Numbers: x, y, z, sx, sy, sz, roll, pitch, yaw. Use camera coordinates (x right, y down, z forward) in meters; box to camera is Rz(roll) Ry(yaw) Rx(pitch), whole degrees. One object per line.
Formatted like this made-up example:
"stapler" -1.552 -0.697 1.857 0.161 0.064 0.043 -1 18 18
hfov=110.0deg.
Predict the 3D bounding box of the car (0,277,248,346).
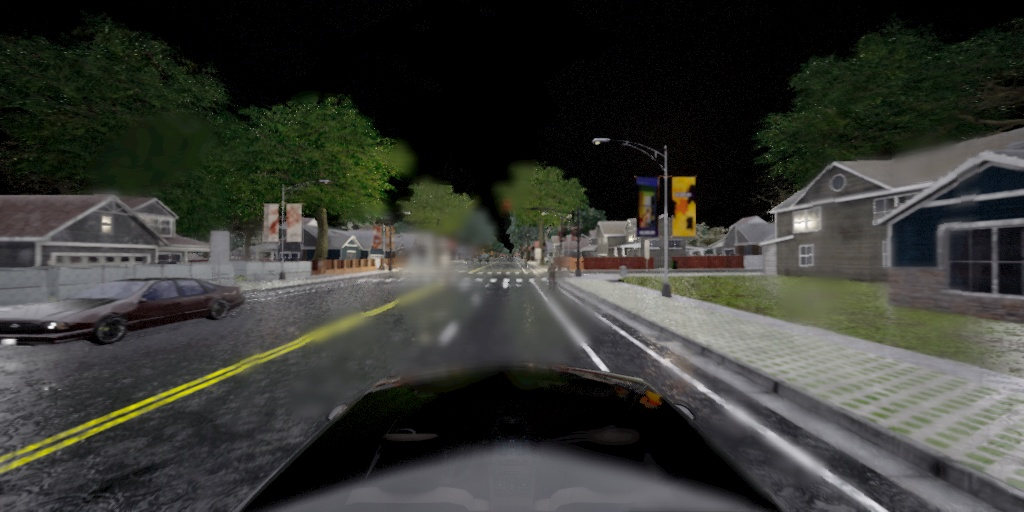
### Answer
"car" -9.845 1.292 9.682 2.033 1.411 5.357 0 0 0

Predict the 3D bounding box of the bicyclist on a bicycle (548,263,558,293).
"bicyclist on a bicycle" 2.251 1.190 19.592 0.582 1.620 1.656 0 0 0

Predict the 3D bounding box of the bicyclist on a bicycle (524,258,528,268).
"bicyclist on a bicycle" 2.251 1.150 57.592 0.582 1.620 1.656 0 0 0
